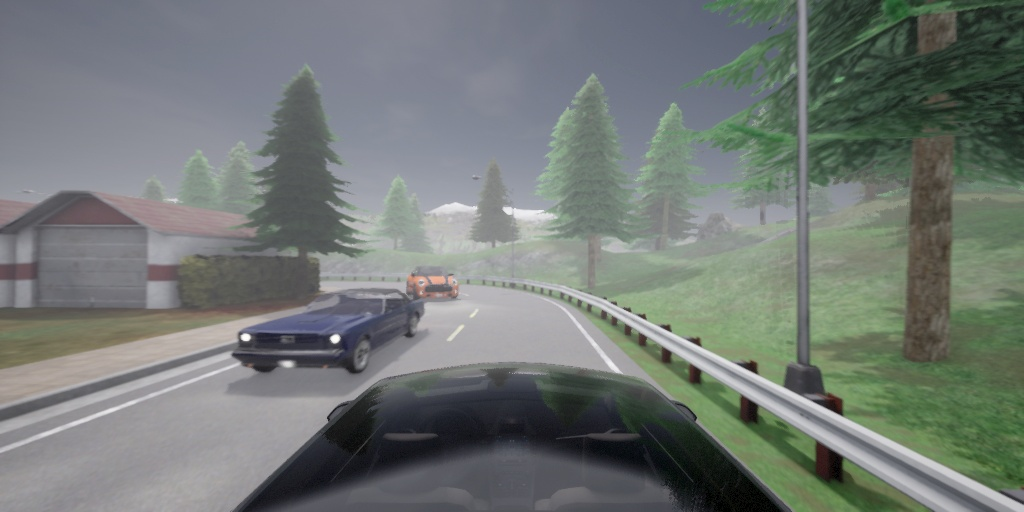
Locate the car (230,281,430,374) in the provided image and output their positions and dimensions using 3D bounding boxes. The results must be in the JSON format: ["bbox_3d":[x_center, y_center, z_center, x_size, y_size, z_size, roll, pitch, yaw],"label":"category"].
[{"bbox_3d":[-3.417,1.402,7.786,1.895,1.301,4.718,0,-1,2],"label":"car"}]

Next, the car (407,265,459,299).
[{"bbox_3d":[-4.231,1.276,18.826,2.097,1.767,4.553,1,-1,-22],"label":"car"}]
